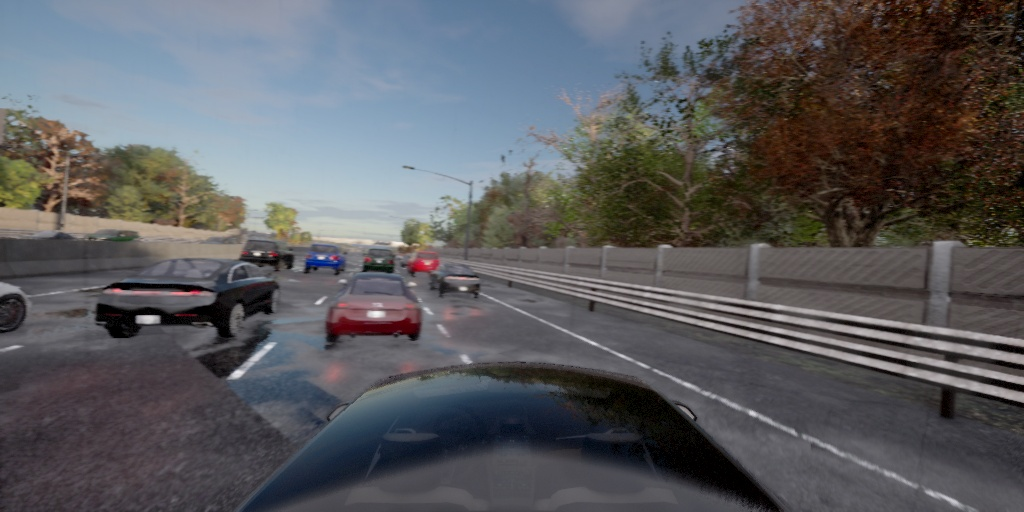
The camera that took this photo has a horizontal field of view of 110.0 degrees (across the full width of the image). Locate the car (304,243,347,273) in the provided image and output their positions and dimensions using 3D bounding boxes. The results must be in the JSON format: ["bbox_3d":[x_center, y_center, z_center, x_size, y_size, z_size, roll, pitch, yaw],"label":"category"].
[{"bbox_3d":[-13.208,0.172,25.635,2.150,2.045,5.566,4,0,-20],"label":"car"}]

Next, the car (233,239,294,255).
[{"bbox_3d":[-16.490,-0.073,24.431,2.150,2.045,5.566,4,0,-20],"label":"car"}]

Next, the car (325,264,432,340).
[{"bbox_3d":[-3.437,1.112,9.160,1.994,1.385,4.181,4,0,-20],"label":"car"}]

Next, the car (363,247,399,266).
[{"bbox_3d":[-9.958,0.415,26.900,2.150,2.045,5.566,4,0,-20],"label":"car"}]

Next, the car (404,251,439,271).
[{"bbox_3d":[-7.257,0.625,29.390,2.150,2.045,5.566,4,0,-20],"label":"car"}]

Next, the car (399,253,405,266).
[{"bbox_3d":[-12.105,0.710,42.467,1.994,1.385,4.181,4,0,-20],"label":"car"}]

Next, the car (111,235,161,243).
[{"bbox_3d":[-35.206,-0.975,34.256,1.895,1.301,4.718,4,0,-20],"label":"car"}]

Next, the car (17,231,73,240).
[{"bbox_3d":[-42.054,-1.555,32.692,1.812,1.442,4.674,4,0,-20],"label":"car"}]

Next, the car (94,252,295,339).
[{"bbox_3d":[-6.789,0.791,8.165,2.128,1.511,4.902,4,0,-20],"label":"car"}]

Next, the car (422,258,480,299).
[{"bbox_3d":[-2.887,1.134,17.482,2.128,1.511,4.902,4,0,-20],"label":"car"}]

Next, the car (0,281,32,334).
[{"bbox_3d":[-9.203,0.628,4.611,1.812,1.442,4.674,4,0,-20],"label":"car"}]

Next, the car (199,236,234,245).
[{"bbox_3d":[-34.216,-1.233,41.802,2.150,2.045,5.566,4,0,-20],"label":"car"}]

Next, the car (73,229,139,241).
[{"bbox_3d":[-39.307,-1.643,35.380,2.150,2.045,5.566,4,0,-20],"label":"car"}]
